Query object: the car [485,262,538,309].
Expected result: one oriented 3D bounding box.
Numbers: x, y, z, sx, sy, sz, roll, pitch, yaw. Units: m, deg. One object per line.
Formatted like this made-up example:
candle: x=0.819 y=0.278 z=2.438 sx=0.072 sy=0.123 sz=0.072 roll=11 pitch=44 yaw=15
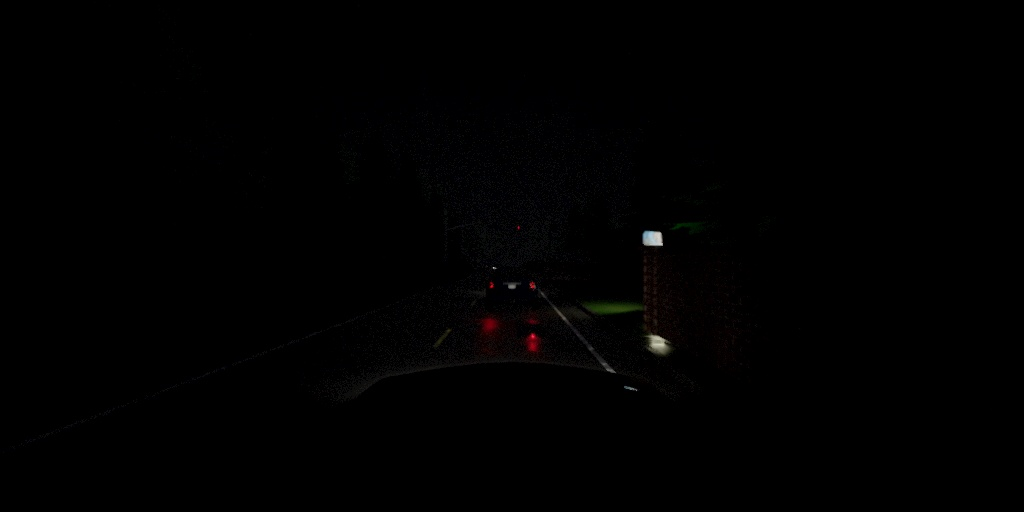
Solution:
car: x=0.000 y=1.232 z=15.933 sx=2.097 sy=1.767 sz=4.553 roll=0 pitch=-1 yaw=0
